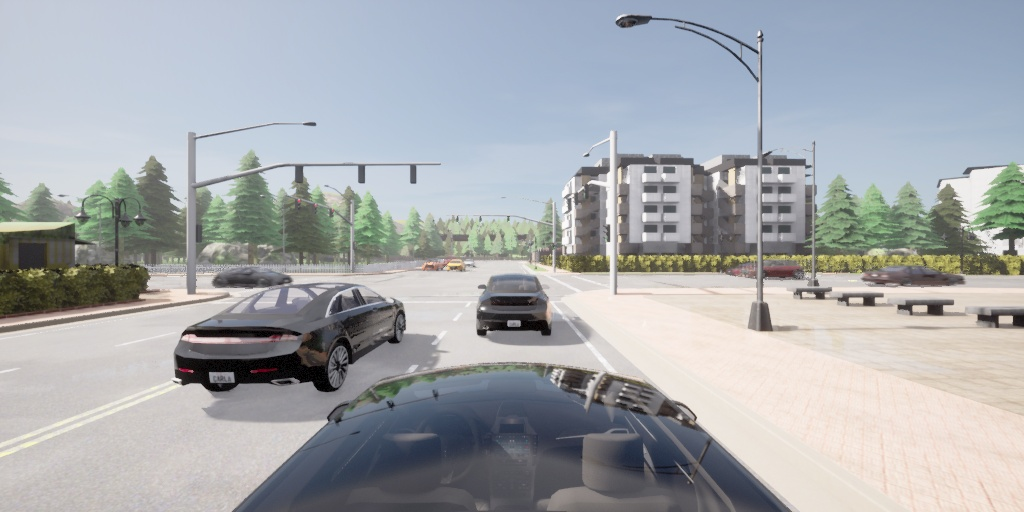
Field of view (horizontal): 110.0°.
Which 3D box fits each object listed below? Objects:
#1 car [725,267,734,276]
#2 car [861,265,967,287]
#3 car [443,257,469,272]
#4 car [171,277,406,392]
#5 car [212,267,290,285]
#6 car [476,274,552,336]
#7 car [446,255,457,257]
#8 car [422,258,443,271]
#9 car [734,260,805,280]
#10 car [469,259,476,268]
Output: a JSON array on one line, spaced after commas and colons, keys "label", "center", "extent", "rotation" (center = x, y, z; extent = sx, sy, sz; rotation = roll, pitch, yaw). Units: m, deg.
[{"label": "car", "center": [22.692, 1.313, 34.058], "extent": [4.181, 1.385, 1.994], "rotation": [0, 0, 2]}, {"label": "car", "center": [26.305, 1.333, 23.606], "extent": [5.357, 1.411, 2.033], "rotation": [0, 0, -1]}, {"label": "car", "center": [-7.247, 1.227, 46.866], "extent": [1.882, 1.535, 5.008], "rotation": [0, 0, 0]}, {"label": "car", "center": [-3.460, 1.241, 6.718], "extent": [2.128, 1.511, 4.902], "rotation": [0, 0, 0]}, {"label": "car", "center": [-16.277, 1.375, 22.634], "extent": [4.181, 1.385, 1.994], "rotation": [1, 0, -2]}, {"label": "car", "center": [0.048, 1.255, 10.382], "extent": [1.837, 1.490, 4.892], "rotation": [0, 0, 0]}, {"label": "car", "center": [-10.787, 0.961, 63.543], "extent": [2.150, 2.045, 5.566], "rotation": [0, 1, -1]}, {"label": "car", "center": [-10.749, 1.102, 48.826], "extent": [2.097, 1.767, 4.553], "rotation": [0, 0, 0]}, {"label": "car", "center": [22.089, 1.102, 30.606], "extent": [4.553, 1.767, 2.097], "rotation": [0, 0, 2]}, {"label": "car", "center": [-7.271, 1.275, 60.971], "extent": [1.812, 1.442, 4.674], "rotation": [0, 0, 0]}]
